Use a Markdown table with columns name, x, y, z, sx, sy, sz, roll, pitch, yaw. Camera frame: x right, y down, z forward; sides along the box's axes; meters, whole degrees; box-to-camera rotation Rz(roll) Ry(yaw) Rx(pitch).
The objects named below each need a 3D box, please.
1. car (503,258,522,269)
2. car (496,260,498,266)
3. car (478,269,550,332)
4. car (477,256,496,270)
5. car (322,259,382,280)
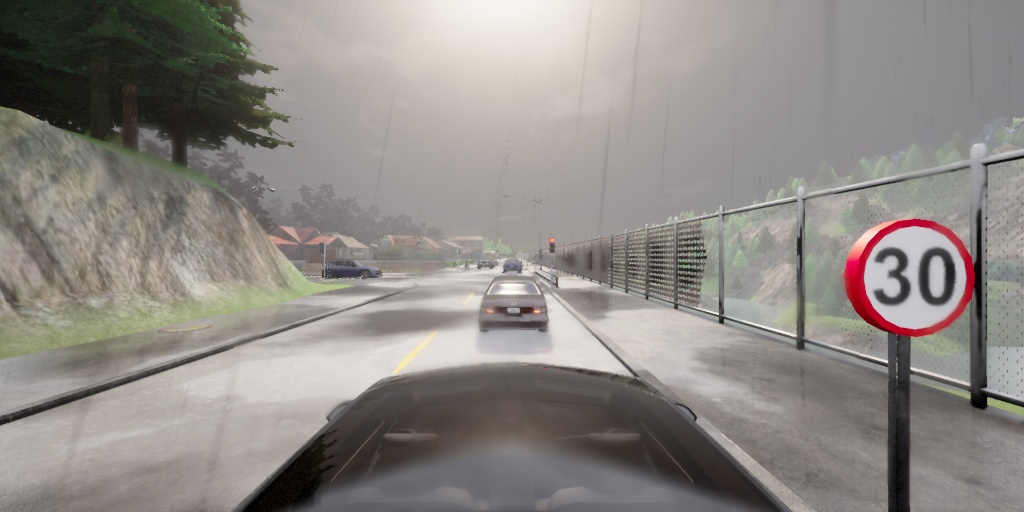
| name | x | y | z | sx | sy | sz | roll | pitch | yaw |
| --- | --- | --- | --- | --- | --- | --- | --- | --- | --- |
| car | 0.091 | 1.102 | 42.747 | 2.097 | 1.767 | 4.553 | 0 | 0 | 3 |
| car | -3.986 | 1.297 | 64.898 | 2.033 | 1.411 | 5.357 | 0 | 0 | 0 |
| car | 0.058 | 1.297 | 10.757 | 2.033 | 1.411 | 5.357 | 0 | 0 | 0 |
| car | -4.035 | 0.971 | 54.656 | 2.150 | 2.045 | 5.566 | 0 | 0 | 0 |
| car | -13.405 | 1.102 | 30.285 | 4.553 | 1.767 | 2.097 | 0 | 0 | 0 |
